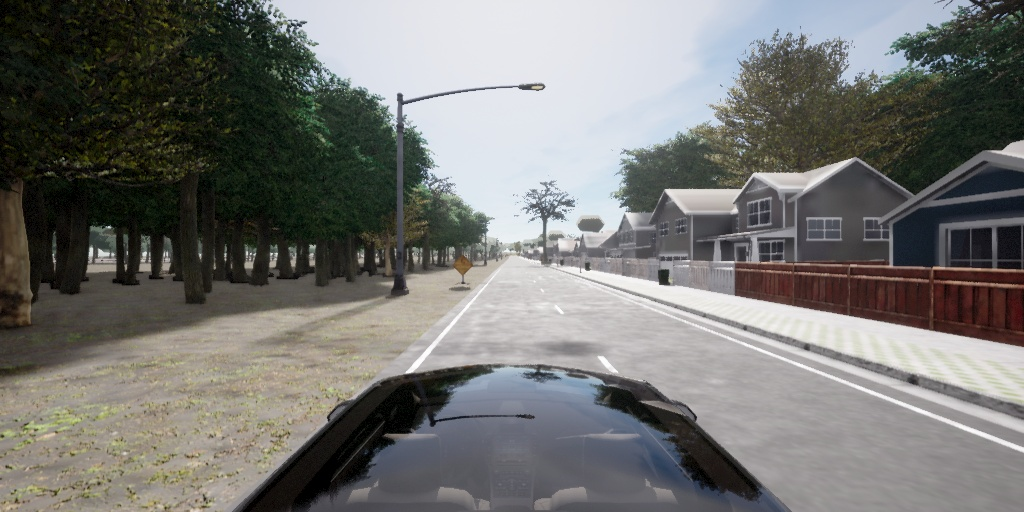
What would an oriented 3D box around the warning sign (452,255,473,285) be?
[{"bbox_3d":[-3.050,0.857,22.359,1.300,1.860,1.060,0,0,0],"label":"warning sign"}]
